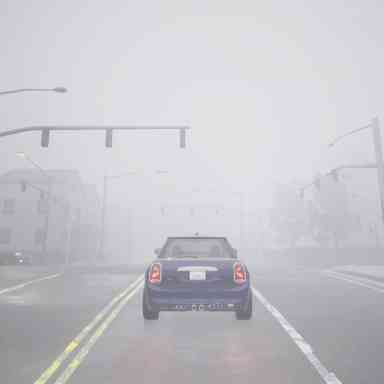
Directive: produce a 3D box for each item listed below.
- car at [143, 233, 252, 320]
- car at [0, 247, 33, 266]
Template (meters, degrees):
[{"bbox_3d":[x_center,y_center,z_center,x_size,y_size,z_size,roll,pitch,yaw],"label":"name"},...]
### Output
[{"bbox_3d":[0.104,1.809,8.251,2.097,1.767,4.553,0,-7,0],"label":"car"},{"bbox_3d":[-14.343,4.920,24.747,4.553,1.767,2.097,-7,-11,-1],"label":"car"}]
